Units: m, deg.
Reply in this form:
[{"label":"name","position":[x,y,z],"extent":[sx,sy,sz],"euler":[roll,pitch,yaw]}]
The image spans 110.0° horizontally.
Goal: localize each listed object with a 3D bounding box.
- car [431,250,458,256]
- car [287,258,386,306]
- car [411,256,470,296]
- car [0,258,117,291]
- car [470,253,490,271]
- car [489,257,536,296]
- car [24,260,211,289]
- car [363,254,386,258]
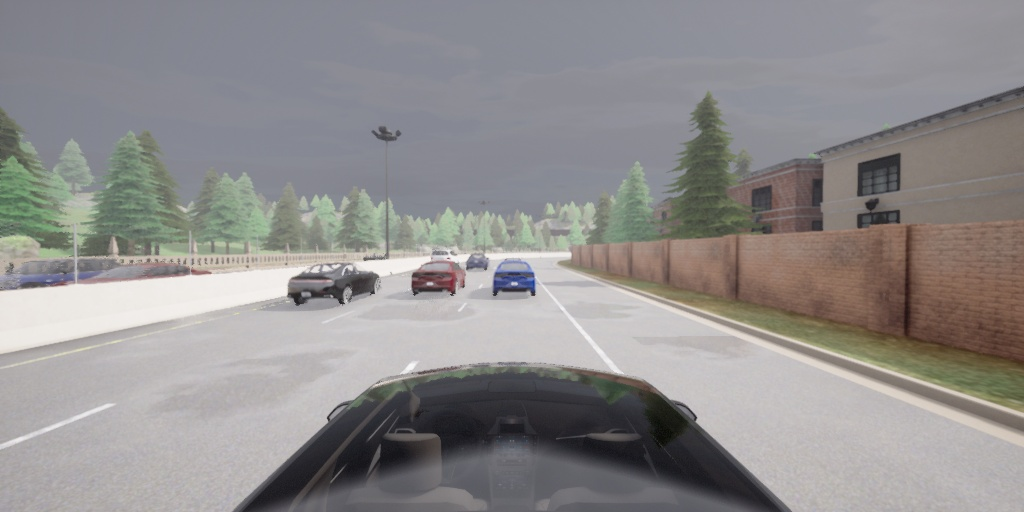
[{"label":"car","position":[-6.899,0.376,36.815],"extent":[2.150,2.045,5.566],"euler":[0,1,0]},{"label":"car","position":[-6.900,1.026,14.441],"extent":[2.128,1.511,4.902],"euler":[0,1,0]},{"label":"car","position":[-3.399,0.963,17.330],"extent":[1.882,1.535,5.008],"euler":[0,1,0]},{"label":"car","position":[-17.600,0.896,13.790],"extent":[2.097,1.767,4.553],"euler":[0,1,0]},{"label":"car","position":[-3.399,0.517,36.329],"extent":[2.097,1.767,4.553],"euler":[0,1,0]},{"label":"car","position":[0.099,0.964,17.332],"extent":[1.882,1.535,5.008],"euler":[0,1,0]},{"label":"car","position":[-14.100,1.025,13.618],"extent":[1.882,1.535,5.008],"euler":[0,1,0]},{"label":"car","position":[-20.371,0.385,53.632],"extent":[1.895,1.301,4.718],"euler":[0,1,6]}]
